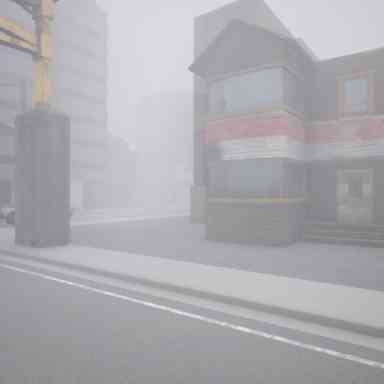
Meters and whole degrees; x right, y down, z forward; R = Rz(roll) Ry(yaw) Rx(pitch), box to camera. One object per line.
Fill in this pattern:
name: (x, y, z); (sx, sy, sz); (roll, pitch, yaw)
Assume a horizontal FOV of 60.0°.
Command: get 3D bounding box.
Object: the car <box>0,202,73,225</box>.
car: (-10.705, 1.453, 23.515); (2.038, 1.542, 4.974); (0, 0, 16)
